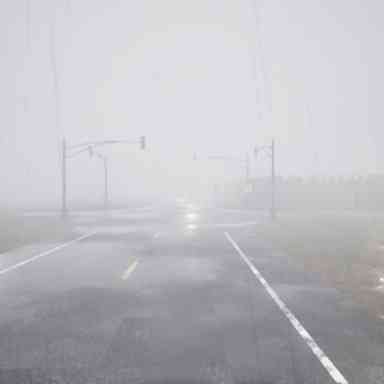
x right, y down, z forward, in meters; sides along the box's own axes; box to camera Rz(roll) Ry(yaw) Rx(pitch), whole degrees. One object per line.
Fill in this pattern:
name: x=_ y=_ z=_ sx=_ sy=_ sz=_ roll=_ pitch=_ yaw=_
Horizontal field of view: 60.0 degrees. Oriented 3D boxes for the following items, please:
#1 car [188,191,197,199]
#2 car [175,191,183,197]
car: x=0.099 y=1.095 z=80.690 sx=1.895 sy=1.301 sz=4.718 roll=0 pitch=0 yaw=0
car: x=-3.395 y=0.607 z=84.841 sx=2.128 sy=1.511 sz=4.902 roll=0 pitch=0 yaw=0
